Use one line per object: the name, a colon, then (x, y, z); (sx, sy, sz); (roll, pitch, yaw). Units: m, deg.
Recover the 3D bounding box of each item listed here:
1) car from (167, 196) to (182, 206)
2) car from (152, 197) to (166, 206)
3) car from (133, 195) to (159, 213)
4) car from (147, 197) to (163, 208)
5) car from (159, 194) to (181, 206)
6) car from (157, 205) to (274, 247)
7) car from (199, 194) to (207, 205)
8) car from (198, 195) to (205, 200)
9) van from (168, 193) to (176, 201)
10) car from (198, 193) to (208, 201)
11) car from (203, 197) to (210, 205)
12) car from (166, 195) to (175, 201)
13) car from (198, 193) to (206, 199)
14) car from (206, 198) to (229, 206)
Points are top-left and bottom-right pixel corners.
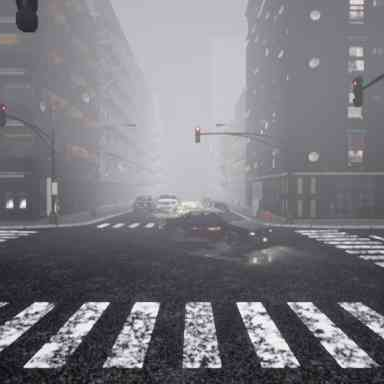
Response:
car: (-2.748, 1.459, 54.260); (2.128, 1.511, 4.902); (0, 0, 0)
car: (-5.245, 1.551, 53.618); (1.802, 1.307, 4.206); (-1, 0, 0)
car: (-5.273, 1.295, 37.006); (2.192, 1.841, 5.009); (-1, 0, 0)
car: (-5.254, 1.498, 47.910); (1.752, 1.417, 4.829); (-1, 0, 0)
car: (-2.805, 1.203, 38.671); (2.150, 2.045, 5.566); (0, 0, 0)
car: (0.973, 1.540, 15.272); (5.357, 1.411, 2.033); (0, 0, 42)
car: (2.643, 1.510, 59.092); (1.887, 1.381, 4.507); (-1, 0, 0)
car: (2.693, 1.520, 92.327); (1.802, 1.307, 4.206); (-1, 0, 0)
van: (-5.198, 1.284, 86.841); (1.690, 1.788, 3.998); (-1, 0, 0)
car: (2.673, 1.263, 81.249); (2.192, 1.841, 5.009); (-1, 0, 0)
car: (2.610, 1.531, 36.935); (2.008, 1.369, 4.403); (-1, 0, 0)
car: (-5.205, 1.474, 81.134); (1.752, 1.417, 4.829); (-1, 0, 0)
car: (2.668, 1.535, 75.710); (1.802, 1.307, 4.206); (-1, 0, 0)
car: (2.602, 1.566, 31.396); (1.802, 1.307, 4.206); (-1, 0, 0)
